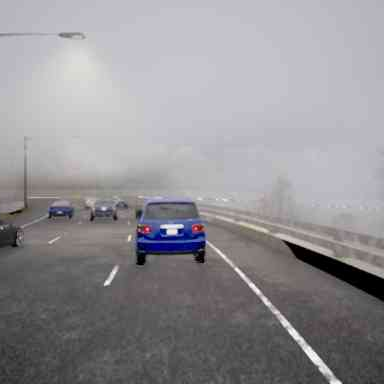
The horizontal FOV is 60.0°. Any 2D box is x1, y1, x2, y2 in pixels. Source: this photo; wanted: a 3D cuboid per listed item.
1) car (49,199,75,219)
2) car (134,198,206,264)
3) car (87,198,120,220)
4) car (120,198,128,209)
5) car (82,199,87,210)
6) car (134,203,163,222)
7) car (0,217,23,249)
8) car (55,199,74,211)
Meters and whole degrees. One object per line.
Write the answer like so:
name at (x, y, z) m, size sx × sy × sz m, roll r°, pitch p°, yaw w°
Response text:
car at (-11.719, 1.533, 30.066) m, size 1.882 × 1.535 × 5.008 m, roll 0°, pitch 0°, yaw -17°
car at (-0.847, 1.226, 12.126) m, size 2.150 × 2.045 × 5.566 m, roll 0°, pitch 0°, yaw -6°
car at (-7.516, 1.389, 28.391) m, size 2.097 × 1.767 × 4.553 m, roll 0°, pitch 0°, yaw -15°
car at (-10.216, 1.575, 46.164) m, size 1.812 × 1.442 × 4.674 m, roll 0°, pitch 0°, yaw -24°
car at (-13.729, 1.591, 45.420) m, size 1.812 × 1.442 × 4.674 m, roll 0°, pitch 0°, yaw -25°
car at (-3.746, 1.620, 28.008) m, size 1.895 × 1.301 × 4.718 m, roll 0°, pitch 0°, yaw -15°
car at (-7.827, 1.541, 12.074) m, size 1.837 × 1.490 × 4.892 m, roll 0°, pitch 0°, yaw -6°
car at (-16.990, 1.645, 44.184) m, size 1.994 × 1.385 × 4.181 m, roll 0°, pitch 0°, yaw -25°
